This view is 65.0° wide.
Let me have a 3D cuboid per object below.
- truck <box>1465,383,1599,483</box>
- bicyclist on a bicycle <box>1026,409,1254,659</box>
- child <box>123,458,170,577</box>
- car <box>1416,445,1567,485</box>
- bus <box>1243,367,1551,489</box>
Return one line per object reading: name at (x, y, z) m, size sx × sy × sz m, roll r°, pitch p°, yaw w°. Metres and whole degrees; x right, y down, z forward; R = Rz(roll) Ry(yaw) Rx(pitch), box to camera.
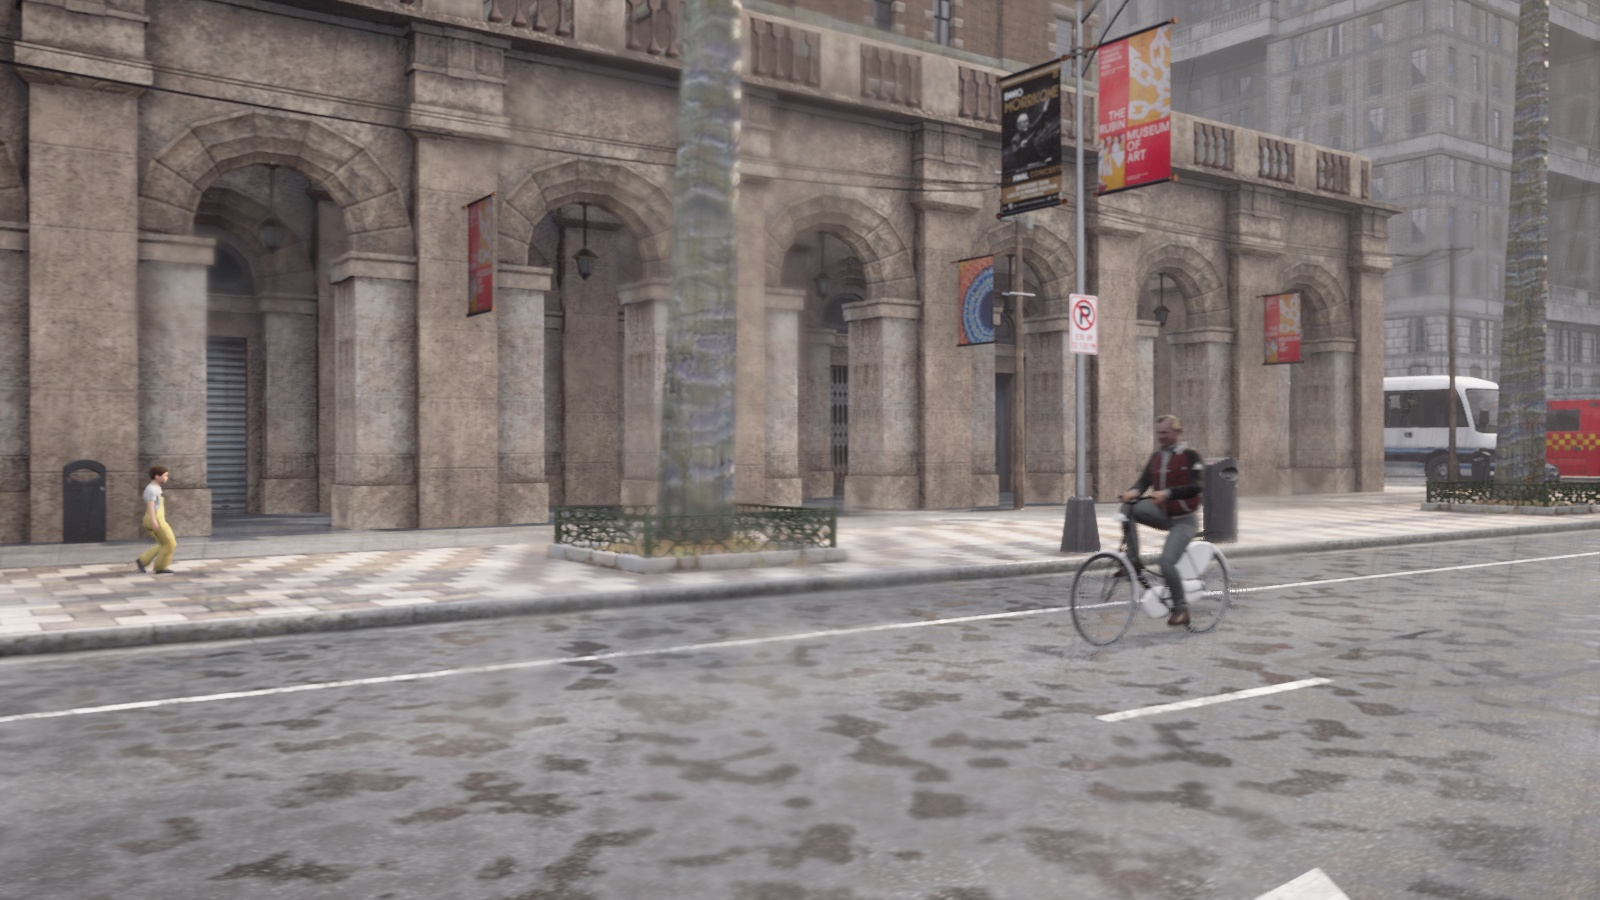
truck at (31.251, -0.643, 49.537) m, size 2.891 × 3.827 × 8.468 m, roll 0°, pitch 0°, yaw -35°
bicyclist on a bicycle at (2.650, 0.595, 9.710) m, size 1.843 × 1.776 × 0.659 m, roll 0°, pitch 0°, yaw -34°
child at (-7.076, 0.721, 13.601) m, size 0.437 × 1.263 × 0.270 m, roll 0°, pitch 0°, yaw -30°
car at (27.120, 0.553, 49.400) m, size 1.837 × 1.490 × 4.892 m, roll 0°, pitch 0°, yaw -34°
bus at (22.998, -0.802, 49.153) m, size 3.944 × 4.253 × 10.273 m, roll 0°, pitch 1°, yaw -35°
